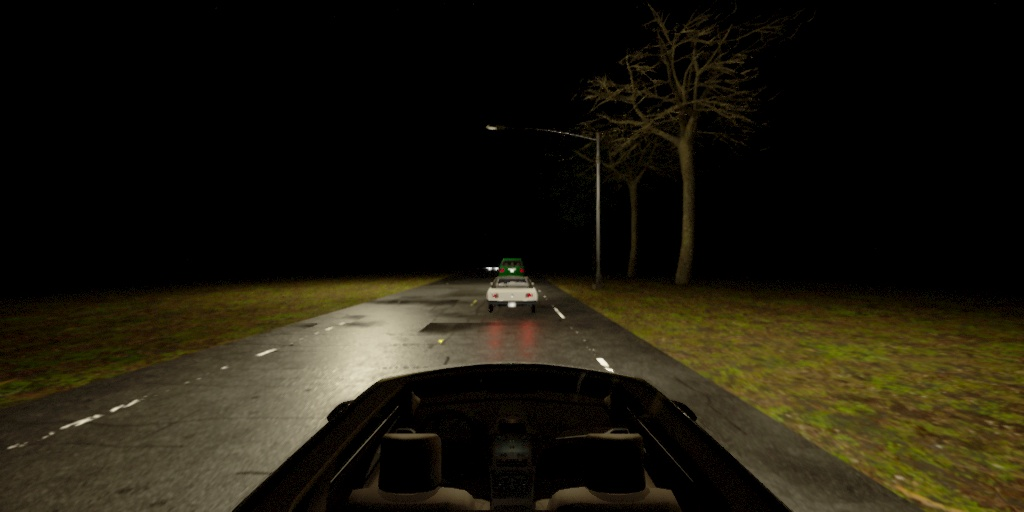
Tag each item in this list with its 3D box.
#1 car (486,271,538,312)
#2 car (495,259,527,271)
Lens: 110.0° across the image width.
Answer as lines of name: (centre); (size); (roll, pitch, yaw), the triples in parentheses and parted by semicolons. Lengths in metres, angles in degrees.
car: (0.015, 1.492, 15.111); (1.895, 1.301, 4.718); (0, -1, 0)
car: (0.010, 1.221, 29.406); (2.150, 2.045, 5.566); (0, 0, 0)
